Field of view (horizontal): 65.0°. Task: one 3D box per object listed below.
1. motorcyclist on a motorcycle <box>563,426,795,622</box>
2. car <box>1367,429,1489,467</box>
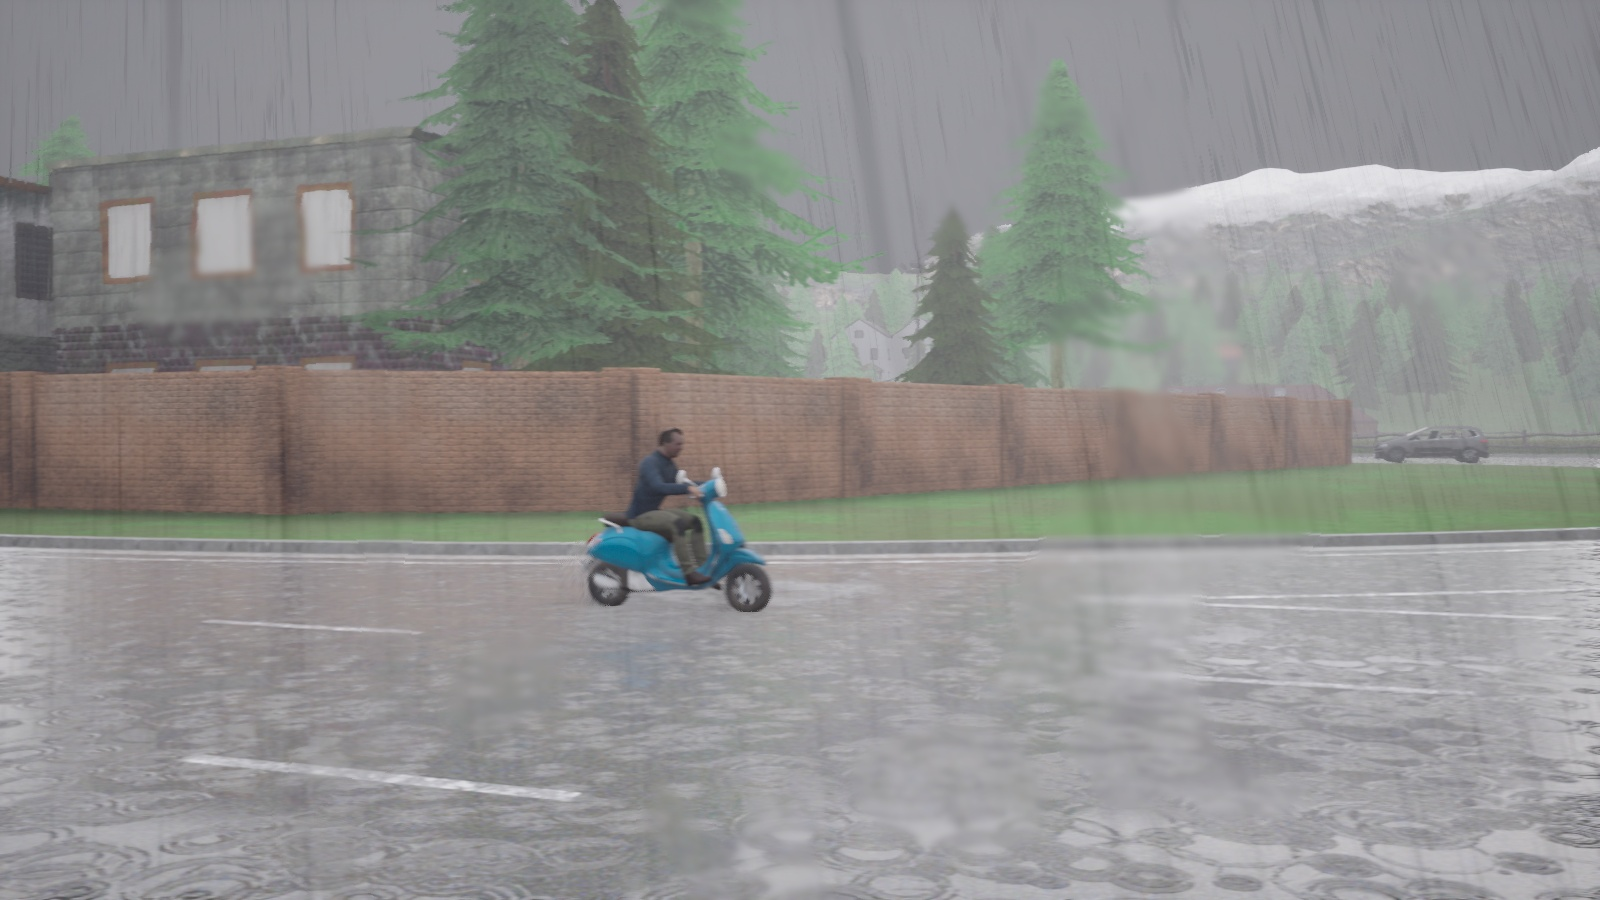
[{"bbox_3d":[-1.043,0.595,10.928,1.817,1.590,0.866,1,1,19],"label":"motorcyclist on a motorcycle"},{"bbox_3d":[28.015,-0.114,56.172,4.611,1.667,2.242,1,1,19],"label":"car"}]
